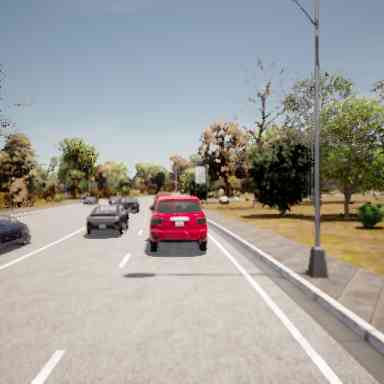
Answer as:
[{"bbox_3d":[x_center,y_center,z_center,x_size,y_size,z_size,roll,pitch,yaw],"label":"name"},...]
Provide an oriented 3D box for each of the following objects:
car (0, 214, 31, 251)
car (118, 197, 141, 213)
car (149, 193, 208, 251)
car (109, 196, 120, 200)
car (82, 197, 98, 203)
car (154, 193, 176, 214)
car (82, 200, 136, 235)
[{"bbox_3d":[-7.718,1.539,12.390,1.994,1.385,4.181,0,0,-4],"label":"car"},{"bbox_3d":[-6.591,1.406,36.063,1.837,1.490,4.892,0,0,-7],"label":"car"},{"bbox_3d":[-0.640,1.179,14.191,2.150,2.045,5.566,0,0,-4],"label":"car"},{"bbox_3d":[-12.708,1.401,55.052,2.128,1.511,4.902,0,0,-7],"label":"car"},{"bbox_3d":[-15.941,1.459,52.632,2.033,1.411,5.357,0,0,-7],"label":"car"},{"bbox_3d":[-2.927,1.119,35.022,2.150,2.045,5.566,0,0,-7],"label":"car"},{"bbox_3d":[-4.551,1.443,18.474,2.128,1.511,4.902,0,0,-5],"label":"car"}]
